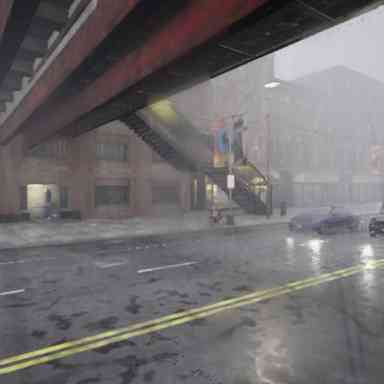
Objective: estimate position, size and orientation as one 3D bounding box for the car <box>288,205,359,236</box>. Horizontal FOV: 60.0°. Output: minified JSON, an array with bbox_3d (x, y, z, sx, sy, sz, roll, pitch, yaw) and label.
[{"bbox_3d":[7.168,1.419,17.814,4.674,1.442,1.812,0,0,-36],"label":"car"}]

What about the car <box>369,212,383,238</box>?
[{"bbox_3d":[10.327,1.360,15.794,5.008,1.535,1.882,0,0,-36],"label":"car"}]
